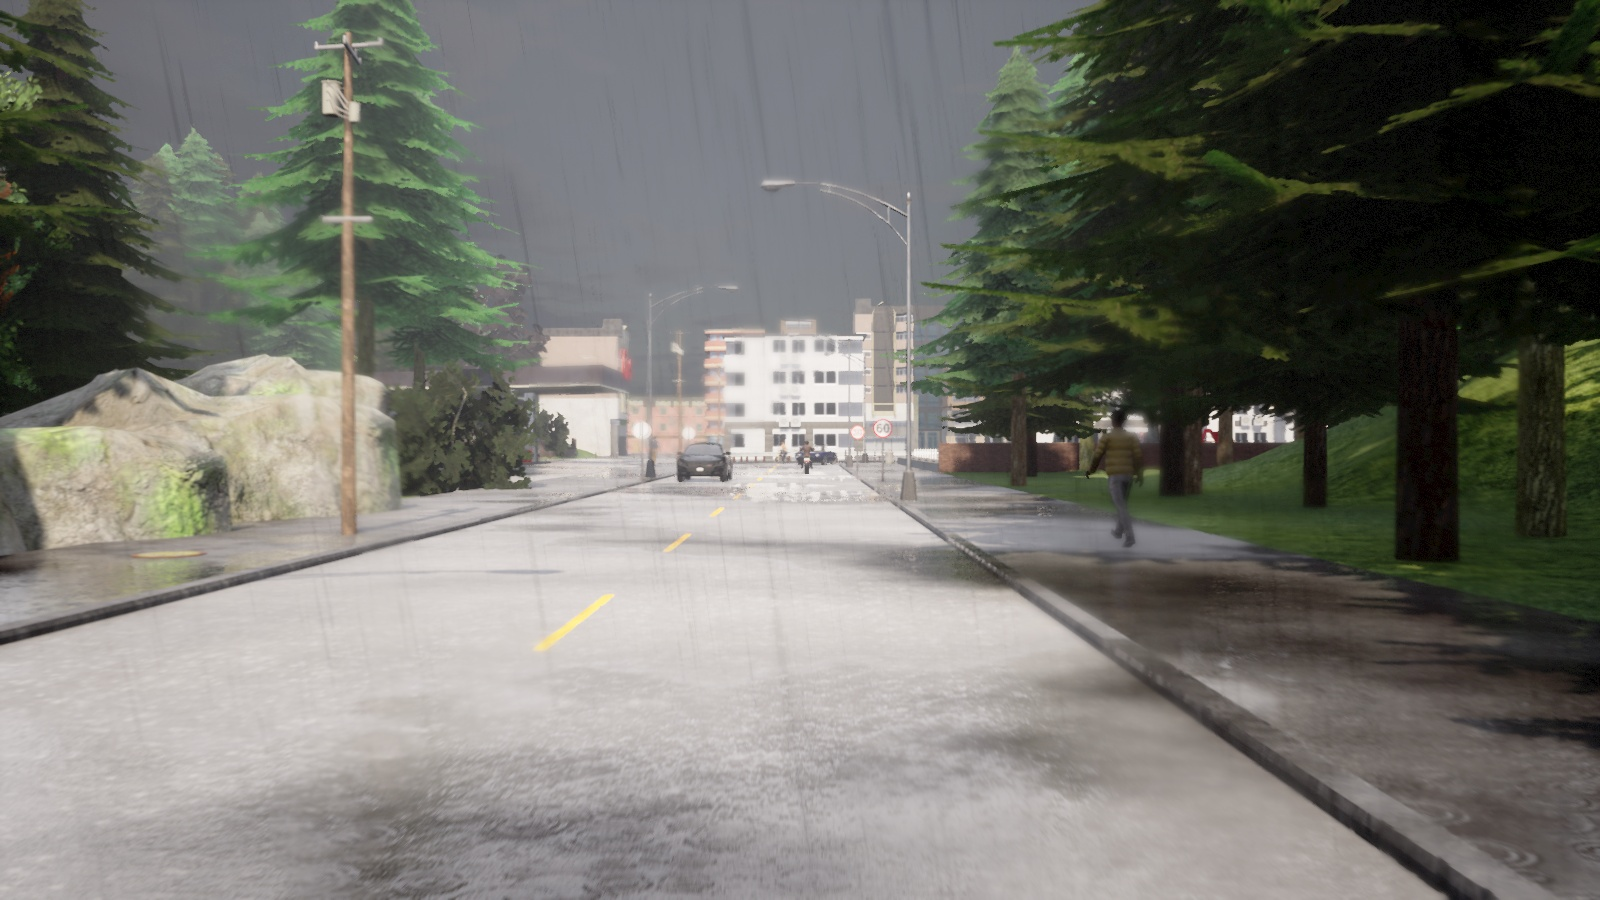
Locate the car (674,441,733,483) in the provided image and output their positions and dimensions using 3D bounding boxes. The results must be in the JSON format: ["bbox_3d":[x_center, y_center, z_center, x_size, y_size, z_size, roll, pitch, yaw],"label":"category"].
[{"bbox_3d":[-3.718,0.445,48.978,1.882,1.535,5.008,0,0,0],"label":"car"}]

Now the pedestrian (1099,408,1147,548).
[{"bbox_3d":[4.320,0.365,16.835,0.431,1.840,0.709,0,0,-3],"label":"pedestrian"}]

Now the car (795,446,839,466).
[{"bbox_3d":[1.186,0.368,85.348,1.895,1.301,4.718,0,0,15],"label":"car"}]
